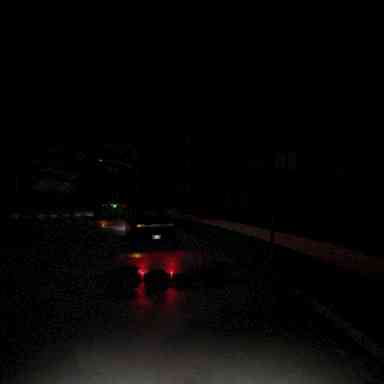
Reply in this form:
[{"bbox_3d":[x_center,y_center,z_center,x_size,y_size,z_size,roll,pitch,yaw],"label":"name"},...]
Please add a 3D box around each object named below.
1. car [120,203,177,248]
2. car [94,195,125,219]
[{"bbox_3d":[-1.937,1.492,14.957,2.128,1.511,4.902,0,0,-14],"label":"car"},{"bbox_3d":[-7.284,1.255,29.268,2.150,2.045,5.566,0,0,-23],"label":"car"}]
